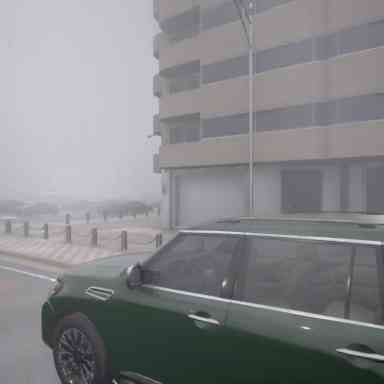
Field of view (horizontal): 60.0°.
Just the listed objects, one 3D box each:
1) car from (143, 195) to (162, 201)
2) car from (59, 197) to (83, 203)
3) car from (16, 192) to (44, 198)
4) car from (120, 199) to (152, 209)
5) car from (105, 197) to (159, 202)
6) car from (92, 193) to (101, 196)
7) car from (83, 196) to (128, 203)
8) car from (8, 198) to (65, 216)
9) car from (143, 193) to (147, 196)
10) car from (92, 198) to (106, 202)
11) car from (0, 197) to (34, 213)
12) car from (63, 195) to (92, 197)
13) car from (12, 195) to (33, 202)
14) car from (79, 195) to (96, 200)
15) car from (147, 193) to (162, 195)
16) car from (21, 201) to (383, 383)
[{"bbox_3d":[-4.441,1.581,47.993,1.812,1.442,4.674,0,0,35],"label":"car"},{"bbox_3d":[-13.844,1.619,40.654,1.994,1.385,4.181,0,0,35],"label":"car"},{"bbox_3d":[-35.725,1.208,73.103,1.932,1.855,4.605,0,0,35],"label":"car"},{"bbox_3d":[-8.122,1.656,48.847,1.895,1.301,4.718,0,0,35],"label":"car"},{"bbox_3d":[-5.908,1.560,33.330,1.837,1.490,4.892,0,0,35],"label":"car"},{"bbox_3d":[-25.669,1.211,87.450,1.905,1.878,3.866,0,0,35],"label":"car"},{"bbox_3d":[-10.103,1.547,39.901,2.128,1.511,4.902,0,0,35],"label":"car"},{"bbox_3d":[-15.178,1.619,32.627,1.994,1.385,4.181,0,0,35],"label":"car"},{"bbox_3d":[-9.592,1.211,76.199,1.905,1.878,3.866,0,0,35],"label":"car"},{"bbox_3d":[-8.258,1.619,36.079,1.994,1.385,4.181,0,0,35],"label":"car"},{"bbox_3d":[-18.916,1.547,33.385,2.128,1.511,4.902,0,0,35],"label":"car"},{"bbox_3d":[-21.847,1.451,63.463,1.970,1.475,3.806,0,0,35],"label":"car"},{"bbox_3d":[-38.058,1.419,74.821,1.784,1.438,3.905,0,0,35],"label":"car"},{"bbox_3d":[-28.032,1.451,89.124,1.970,1.475,3.806,0,0,35],"label":"car"},{"bbox_3d":[-7.255,1.209,74.491,1.932,1.855,4.605,0,0,35],"label":"car"},{"bbox_3d":[0.775,1.221,3.444,5.566,2.045,2.150,0,0,35],"label":"car"}]
